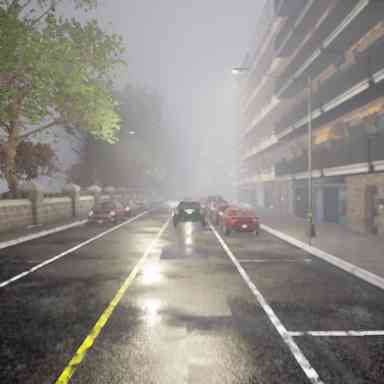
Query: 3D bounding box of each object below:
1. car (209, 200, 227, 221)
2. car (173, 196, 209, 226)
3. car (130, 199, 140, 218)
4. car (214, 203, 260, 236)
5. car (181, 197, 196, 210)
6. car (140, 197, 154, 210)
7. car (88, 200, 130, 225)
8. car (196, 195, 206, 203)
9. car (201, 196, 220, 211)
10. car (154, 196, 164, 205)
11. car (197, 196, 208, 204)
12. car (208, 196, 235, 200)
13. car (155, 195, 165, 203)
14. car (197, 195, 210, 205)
[{"bbox_3d":[2.403,1.490,23.705,1.887,1.381,4.507,0,0,-1],"label":"car"},{"bbox_3d":[-0.185,1.305,23.074,2.097,1.767,4.553,0,0,-1],"label":"car"},{"bbox_3d":[-6.049,1.402,29.226,1.967,1.590,4.097,0,0,-1],"label":"car"},{"bbox_3d":[2.475,1.500,18.075,1.887,1.381,4.507,0,0,-1],"label":"car"},{"bbox_3d":[-0.421,1.428,42.027,1.837,1.490,4.892,0,0,-1],"label":"car"},{"bbox_3d":[-6.191,1.494,40.487,2.008,1.369,4.403,0,0,-1],"label":"car"},{"bbox_3d":[-5.977,1.411,23.598,1.967,1.590,4.097,0,0,-1],"label":"car"},{"bbox_3d":[1.827,1.411,68.914,1.752,1.417,4.829,0,0,-1],"label":"car"},{"bbox_3d":[2.188,1.358,40.594,1.967,1.590,4.097,0,0,-1],"label":"car"},{"bbox_3d":[-6.404,1.447,57.206,1.752,1.417,4.829,0,0,-1],"label":"car"},{"bbox_3d":[1.902,1.456,63.113,1.947,1.339,4.313,0,0,-1],"label":"car"},{"bbox_3d":[2.331,1.376,29.334,1.967,1.590,4.097,0,0,-1],"label":"car"},{"bbox_3d":[-6.548,1.437,68.466,1.752,1.417,4.829,0,0,-1],"label":"car"},{"bbox_3d":[1.973,1.336,57.483,1.967,1.590,4.097,0,0,-1],"label":"car"}]
